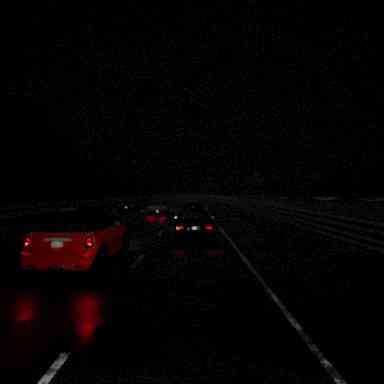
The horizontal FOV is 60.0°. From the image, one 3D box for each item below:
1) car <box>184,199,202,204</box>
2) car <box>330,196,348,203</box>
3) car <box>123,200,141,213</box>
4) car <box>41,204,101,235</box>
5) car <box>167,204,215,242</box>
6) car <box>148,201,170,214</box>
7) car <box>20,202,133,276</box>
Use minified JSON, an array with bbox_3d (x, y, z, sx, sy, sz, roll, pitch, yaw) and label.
[{"bbox_3d":[0.117,1.476,37.871,1.882,1.535,5.008,0,0,0],"label":"car"},{"bbox_3d":[35.718,1.721,80.870,2.033,1.649,4.856,0,0,-33],"label":"car"},{"bbox_3d":[-6.885,1.562,36.796,1.994,1.385,4.181,0,0,0],"label":"car"},{"bbox_3d":[-6.892,1.509,19.487,1.812,1.442,4.674,0,0,0],"label":"car"},{"bbox_3d":[0.106,1.541,16.243,2.033,1.411,5.357,0,0,0],"label":"car"},{"bbox_3d":[-3.385,1.598,34.777,1.895,1.301,4.718,0,0,0],"label":"car"},{"bbox_3d":[-3.398,1.347,10.504,2.097,1.767,4.553,0,0,0],"label":"car"}]
